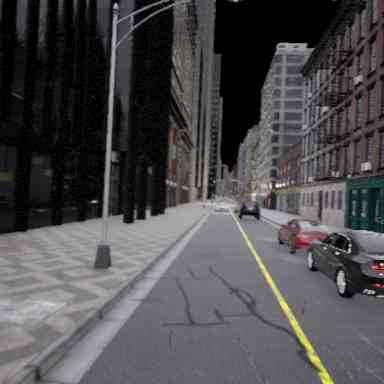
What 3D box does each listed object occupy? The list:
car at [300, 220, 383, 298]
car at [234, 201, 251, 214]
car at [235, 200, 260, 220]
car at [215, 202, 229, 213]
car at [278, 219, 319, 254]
[{"bbox_3d":[4.610,1.828,9.269,1.837,1.490,4.892,3,-1,5],"label":"car"},{"bbox_3d":[7.475,2.264,49.673,2.097,1.767,4.553,3,-1,5],"label":"car"},{"bbox_3d":[6.333,1.944,37.124,2.150,2.045,5.566,3,-1,6],"label":"car"},{"bbox_3d":[4.548,2.315,50.654,1.812,1.442,4.674,3,-1,5],"label":"car"},{"bbox_3d":[5.165,1.945,15.241,1.812,1.442,4.674,3,-1,5],"label":"car"}]
